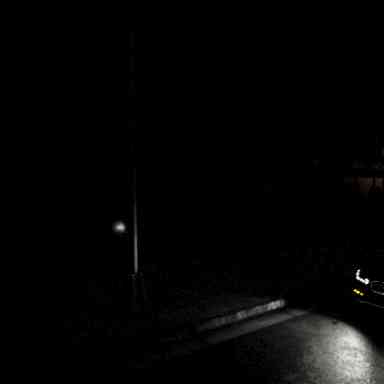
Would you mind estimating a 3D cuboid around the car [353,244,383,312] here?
[{"bbox_3d":[5.230,1.502,6.802,4.892,1.490,1.837,0,0,-35],"label":"car"}]
